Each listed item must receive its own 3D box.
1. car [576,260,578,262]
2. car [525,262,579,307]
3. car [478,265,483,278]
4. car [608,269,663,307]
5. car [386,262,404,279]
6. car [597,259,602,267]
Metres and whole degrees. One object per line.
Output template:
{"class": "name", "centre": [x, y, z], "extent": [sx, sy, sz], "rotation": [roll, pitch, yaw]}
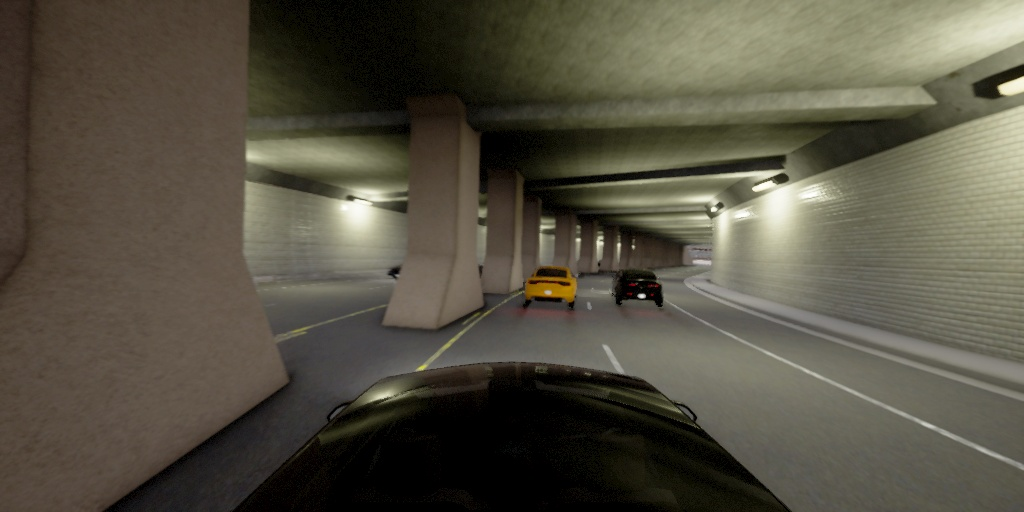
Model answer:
{"class": "car", "centre": [12.195, 1.178, 62.039], "extent": [1.994, 1.385, 4.181], "rotation": [2, 1, 33]}
{"class": "car", "centre": [1.800, 1.165, 15.457], "extent": [1.882, 1.535, 5.008], "rotation": [2, 0, 11]}
{"class": "car", "centre": [-3.496, 0.981, 24.021], "extent": [2.033, 1.411, 5.357], "rotation": [2, 1, 16]}
{"class": "car", "centre": [5.552, 1.310, 16.294], "extent": [1.837, 1.490, 4.892], "rotation": [2, 0, 12]}
{"class": "car", "centre": [-6.644, 0.861, 25.683], "extent": [2.033, 1.411, 5.357], "rotation": [2, 1, 17]}
{"class": "car", "centre": [15.173, 1.282, 60.192], "extent": [2.033, 1.411, 5.357], "rotation": [2, 1, 33]}
